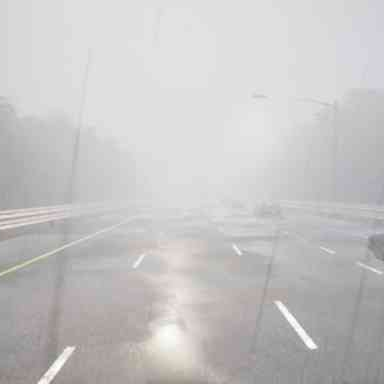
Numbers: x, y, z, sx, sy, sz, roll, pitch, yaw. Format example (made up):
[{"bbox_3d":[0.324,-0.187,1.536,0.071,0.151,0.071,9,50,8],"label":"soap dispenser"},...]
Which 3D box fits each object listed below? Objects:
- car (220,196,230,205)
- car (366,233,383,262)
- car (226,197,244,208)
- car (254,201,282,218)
[{"bbox_3d":[7.304,1.802,71.846,2.150,2.045,5.566,0,-1,0],"label":"car"},{"bbox_3d":[7.008,1.556,9.191,2.033,1.411,5.357,0,0,0],"label":"car"},{"bbox_3d":[7.174,1.899,53.627,1.994,1.385,4.181,0,-1,0],"label":"car"},{"bbox_3d":[7.063,1.595,31.296,2.128,1.511,4.902,0,0,0],"label":"car"}]
